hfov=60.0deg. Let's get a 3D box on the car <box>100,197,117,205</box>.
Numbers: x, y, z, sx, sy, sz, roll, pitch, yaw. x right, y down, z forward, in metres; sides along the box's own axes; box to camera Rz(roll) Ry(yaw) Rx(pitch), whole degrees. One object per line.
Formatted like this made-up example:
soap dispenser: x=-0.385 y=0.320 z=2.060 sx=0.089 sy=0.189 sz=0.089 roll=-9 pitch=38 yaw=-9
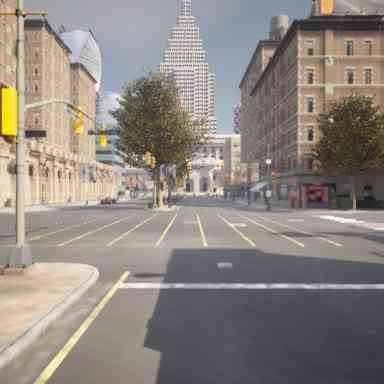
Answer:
car: x=-14.749 y=1.557 z=58.832 sx=1.895 sy=1.301 sz=4.718 roll=0 pitch=0 yaw=0
